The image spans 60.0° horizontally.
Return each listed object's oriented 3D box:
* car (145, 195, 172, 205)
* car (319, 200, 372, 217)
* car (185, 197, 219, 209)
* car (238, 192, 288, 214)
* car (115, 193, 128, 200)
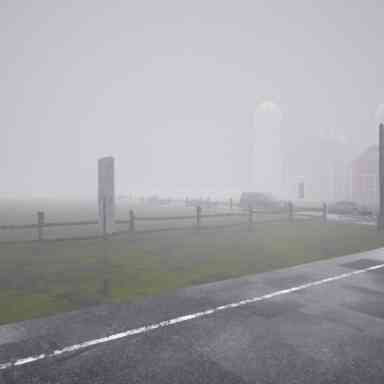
[{"bbox_3d":[-5.081,1.151,49.378,2.033,1.411,5.357,-1,1,-36],"label":"car"},{"bbox_3d":[13.406,1.400,29.206,1.994,1.385,4.181,-1,1,-40],"label":"car"},{"bbox_3d":[1.179,1.308,40.679,1.895,1.301,4.718,-1,1,-36],"label":"car"},{"bbox_3d":[6.993,1.022,32.590,2.150,2.045,5.566,-1,1,-36],"label":"car"},{"bbox_3d":[-14.875,0.922,68.035,2.033,1.411,5.357,-1,1,-36],"label":"car"}]
